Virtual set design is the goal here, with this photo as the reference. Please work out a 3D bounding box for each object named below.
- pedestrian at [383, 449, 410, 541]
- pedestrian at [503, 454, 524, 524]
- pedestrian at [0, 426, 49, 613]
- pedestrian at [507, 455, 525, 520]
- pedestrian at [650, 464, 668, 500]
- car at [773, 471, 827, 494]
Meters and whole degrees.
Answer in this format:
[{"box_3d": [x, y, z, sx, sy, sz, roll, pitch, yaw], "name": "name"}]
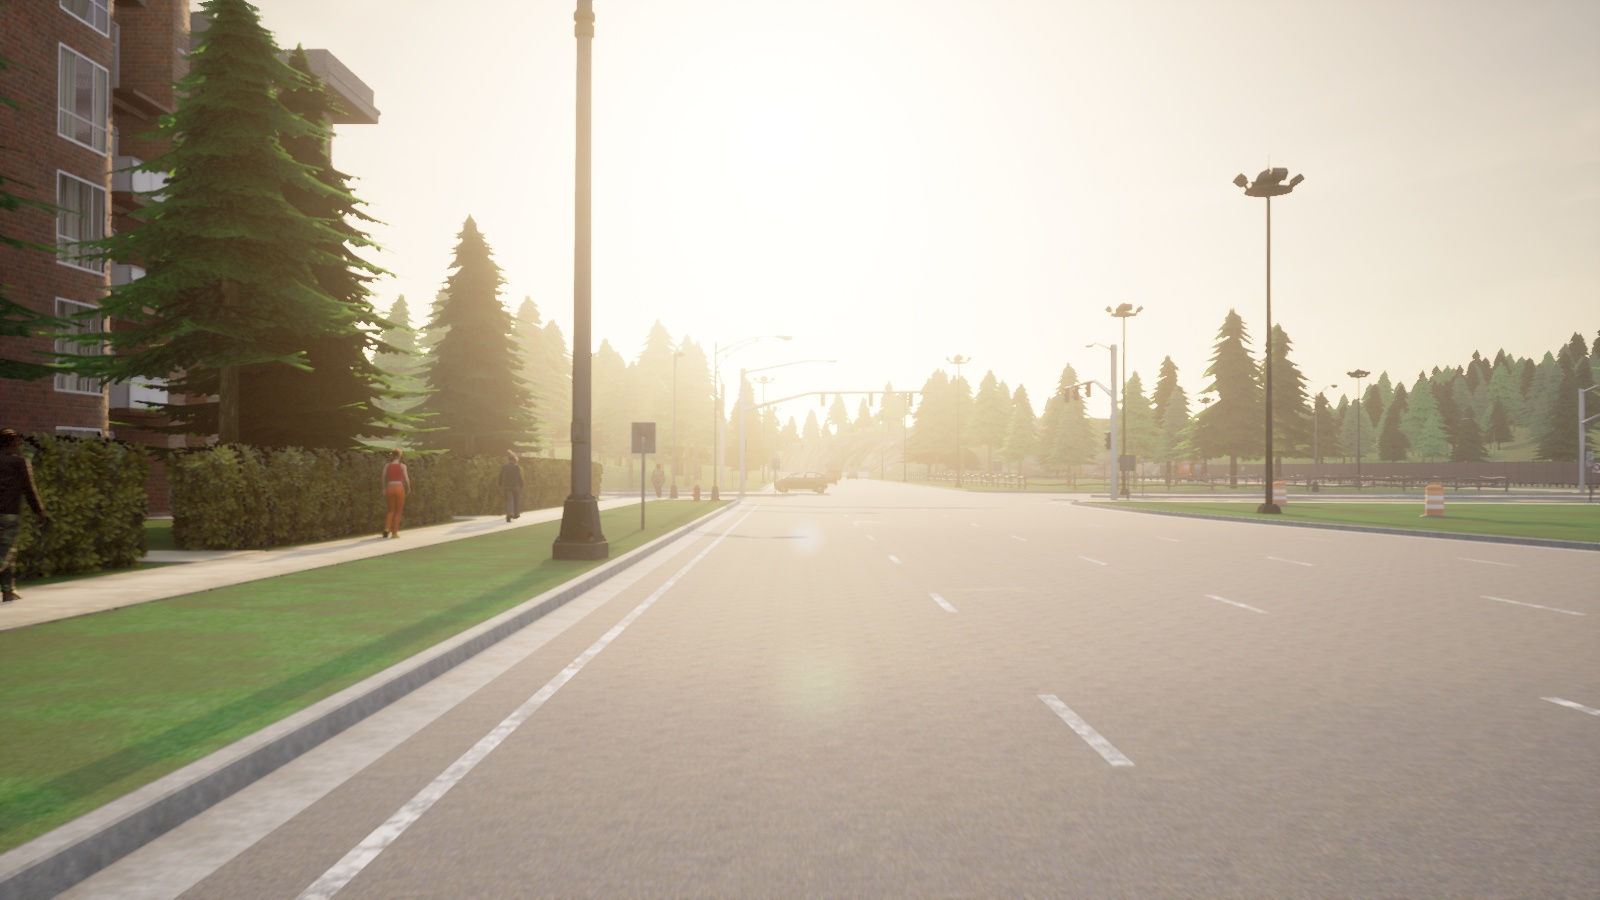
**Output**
[{"box_3d": [-8.138, 0.900, 25.351, 0.345, 1.836, 0.594, 0, -1, 0], "name": "pedestrian"}, {"box_3d": [-7.609, 1.033, 33.373, 0.402, 1.842, 0.726, 0, -1, -1], "name": "pedestrian"}, {"box_3d": [-8.047, 0.689, 12.737, 0.431, 1.840, 0.703, 0, -1, 1], "name": "pedestrian"}, {"box_3d": [-8.155, 1.080, 36.065, 0.354, 1.836, 0.706, 0, -1, -1], "name": "pedestrian"}, {"box_3d": [-7.346, 1.656, 65.483, 0.874, 1.855, 0.900, 0, -1, -1], "name": "pedestrian"}, {"box_3d": [0.002, 2.235, 86.099, 3.705, 1.549, 1.789, 0, -1, 0], "name": "car"}]
